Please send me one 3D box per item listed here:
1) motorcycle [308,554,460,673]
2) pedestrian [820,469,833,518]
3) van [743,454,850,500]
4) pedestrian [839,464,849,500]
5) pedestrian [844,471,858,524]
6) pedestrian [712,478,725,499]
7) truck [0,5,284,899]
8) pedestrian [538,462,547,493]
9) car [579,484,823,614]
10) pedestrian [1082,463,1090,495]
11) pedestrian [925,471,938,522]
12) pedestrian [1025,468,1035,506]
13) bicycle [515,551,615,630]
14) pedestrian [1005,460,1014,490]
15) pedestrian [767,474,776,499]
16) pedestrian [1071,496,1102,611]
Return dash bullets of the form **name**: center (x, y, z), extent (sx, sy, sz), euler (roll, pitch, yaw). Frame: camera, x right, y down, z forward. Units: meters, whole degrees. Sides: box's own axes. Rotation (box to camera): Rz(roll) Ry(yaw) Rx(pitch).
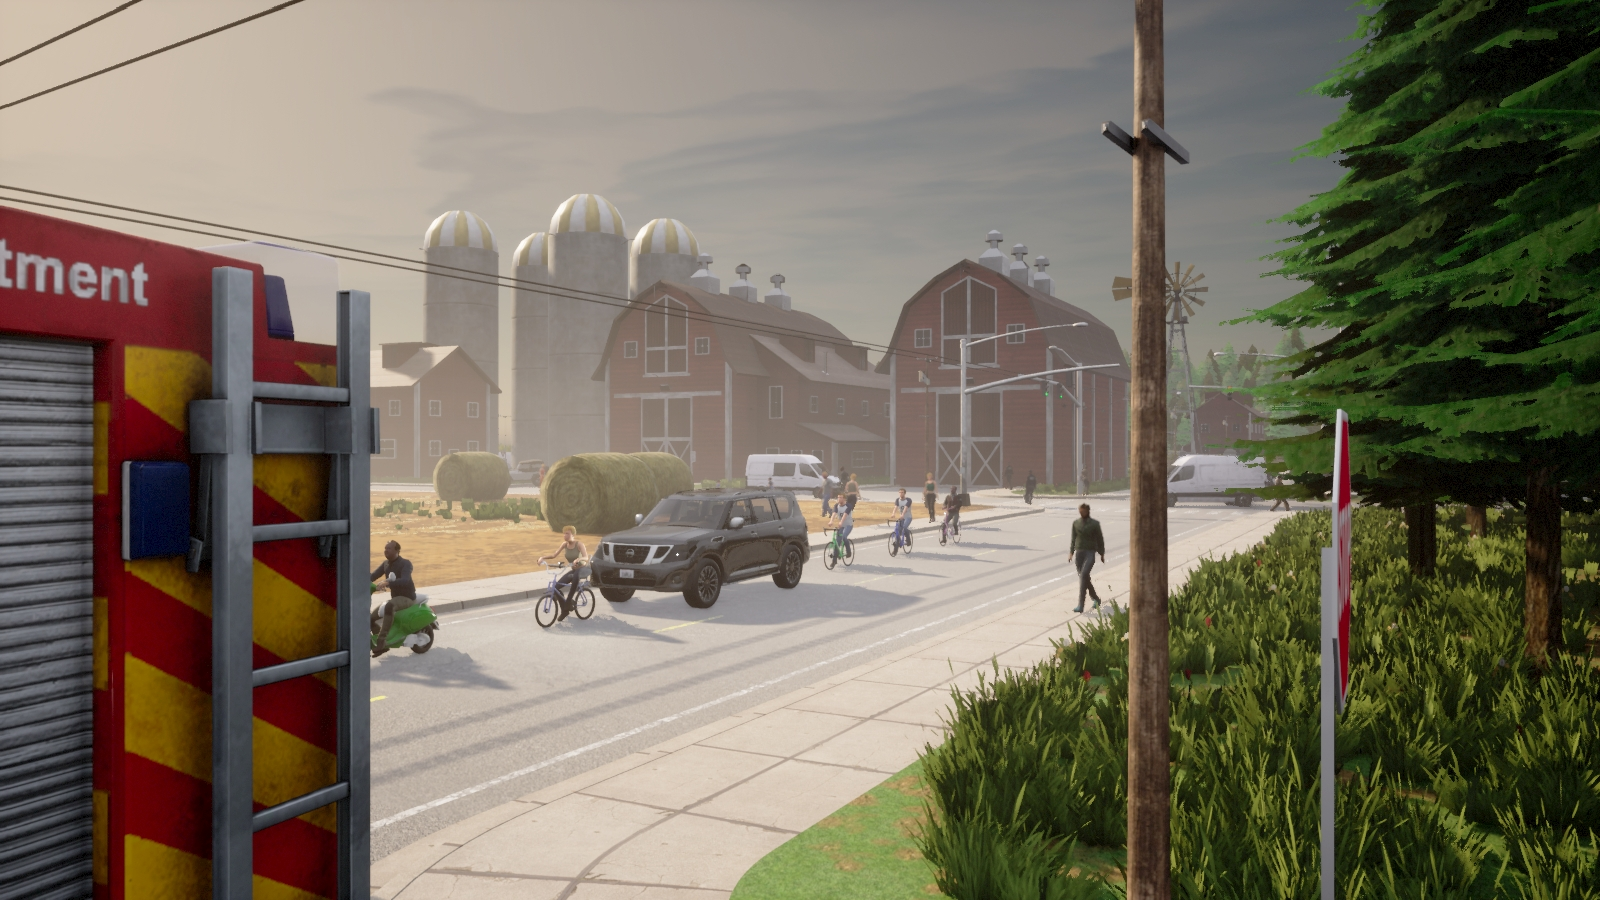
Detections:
- **motorcycle**: center (-5.551, 2.142, 15.363), extent (0.856, 1.316, 1.805), euler (0, 0, 28)
- **pedestrian**: center (1.031, 1.677, 44.269), extent (0.375, 1.860, 0.375), euler (0, 0, -37)
- **van**: center (-0.217, 1.504, 65.699), extent (5.915, 2.561, 1.988), euler (0, 0, 27)
- **pedestrian**: center (2.273, 1.670, 59.108), extent (0.375, 1.860, 0.375), euler (0, 0, 20)
- **pedestrian**: center (1.815, 1.685, 40.559), extent (0.375, 1.860, 0.375), euler (0, 0, 28)
- **pedestrian**: center (-4.361, 2.049, 61.008), extent (0.500, 1.100, 0.500), euler (0, 0, 22)
- **truck**: center (-6.058, 0.867, 3.682), extent (8.468, 3.827, 2.891), euler (0, 0, 21)
- **pedestrian**: center (-15.645, 1.671, 69.469), extent (0.375, 1.860, 0.375), euler (0, 0, 28)
- **car**: center (-1.735, 1.779, 22.475), extent (2.150, 2.045, 5.566), euler (0, 0, 27)
- **pedestrian**: center (16.454, 1.672, 65.799), extent (0.375, 1.860, 0.375), euler (0, 0, 30)
- **pedestrian**: center (4.812, 1.695, 41.737), extent (0.375, 1.860, 0.375), euler (0, 0, 24)
- **pedestrian**: center (11.284, 1.824, 55.979), extent (0.375, 1.860, 0.375), euler (0, 0, -7)
- **bicycle**: center (-3.810, 2.256, 18.631), extent (0.859, 1.080, 1.487), euler (0, 0, 28)
- **pedestrian**: center (12.995, 1.554, 70.792), extent (0.375, 1.860, 0.375), euler (0, 0, -28)
- **pedestrian**: center (-1.499, 1.951, 60.505), extent (0.375, 1.300, 0.375), euler (0, 0, 27)
- **pedestrian**: center (4.734, 1.696, 18.871), extent (0.375, 1.860, 0.375), euler (0, 0, 40)
